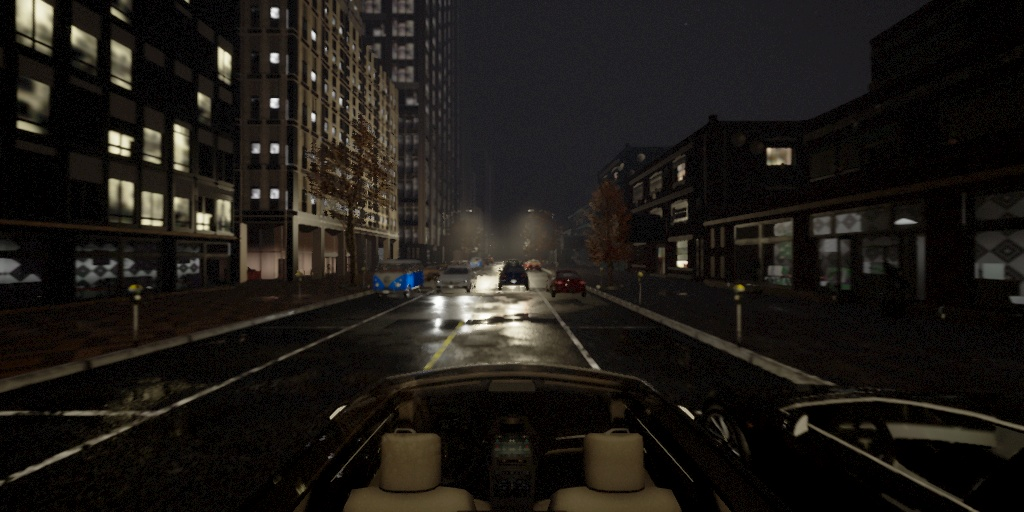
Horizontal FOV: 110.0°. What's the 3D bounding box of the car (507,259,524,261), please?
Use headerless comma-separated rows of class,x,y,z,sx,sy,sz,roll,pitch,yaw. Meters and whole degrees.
car,0.091,1.125,43.557,2.097,1.767,4.553,0,0,0

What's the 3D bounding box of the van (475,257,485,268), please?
van,-5.703,1.126,57.046,1.690,1.789,3.998,0,0,0

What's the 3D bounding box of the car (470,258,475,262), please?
car,-5.699,1.210,40.436,1.967,1.591,4.097,0,0,0

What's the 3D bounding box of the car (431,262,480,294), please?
car,-3.090,1.282,20.550,1.812,1.442,4.674,0,0,0

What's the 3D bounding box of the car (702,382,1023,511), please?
car,2.689,1.316,1.677,1.948,1.339,4.313,0,0,0

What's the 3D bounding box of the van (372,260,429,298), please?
van,-5.695,1.096,18.288,1.690,1.789,3.998,0,0,0

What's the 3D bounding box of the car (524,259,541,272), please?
car,2.681,1.215,45.972,1.967,1.591,4.097,0,0,0

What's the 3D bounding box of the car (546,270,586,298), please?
car,2.686,1.337,18.288,1.802,1.307,4.207,0,0,0

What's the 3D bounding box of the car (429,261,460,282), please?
car,-5.697,1.287,29.192,1.751,1.417,4.829,0,0,0

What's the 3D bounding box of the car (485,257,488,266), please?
car,-5.705,1.337,62.584,1.888,1.381,4.507,0,0,0

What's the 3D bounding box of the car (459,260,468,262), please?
car,-5.698,1.348,34.899,1.802,1.307,4.207,0,0,0

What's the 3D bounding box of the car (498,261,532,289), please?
car,0.095,1.283,22.923,1.812,1.442,4.674,0,0,0
